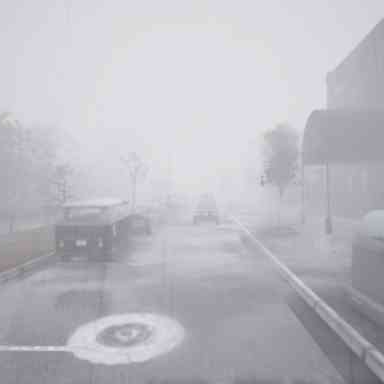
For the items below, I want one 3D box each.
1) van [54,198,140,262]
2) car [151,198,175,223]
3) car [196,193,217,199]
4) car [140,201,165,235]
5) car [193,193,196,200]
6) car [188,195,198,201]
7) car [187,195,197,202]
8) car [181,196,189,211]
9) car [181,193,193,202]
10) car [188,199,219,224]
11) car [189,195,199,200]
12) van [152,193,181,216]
[{"bbox_3d":[-3.317,1.244,12.175,1.878,1.987,4.442,0,1,0],"label":"van"},{"bbox_3d":[-2.725,1.461,24.184,2.231,1.521,4.892,0,1,1],"label":"car"},{"bbox_3d":[1.944,1.184,42.608,2.150,2.045,5.566,0,0,3],"label":"car"},{"bbox_3d":[-2.998,1.495,18.680,2.163,1.488,4.792,0,1,1],"label":"car"},{"bbox_3d":[-1.079,1.449,57.429,2.097,1.535,5.008,0,0,5],"label":"car"},{"bbox_3d":[0.291,1.490,85.133,2.231,1.521,4.892,0,-1,5],"label":"car"},{"bbox_3d":[0.016,1.486,79.584,2.097,1.535,5.008,0,0,5],"label":"car"},{"bbox_3d":[-1.901,1.510,40.820,2.002,1.452,4.674,0,0,3],"label":"car"},{"bbox_3d":[-1.569,1.229,47.557,2.435,2.045,5.566,0,0,3],"label":"car"},{"bbox_3d":[1.062,1.525,24.747,2.033,1.411,5.357,0,0,3],"label":"car"},{"bbox_3d":[0.564,1.472,90.668,2.097,1.535,5.008,0,0,5],"label":"car"},{"bbox_3d":[-2.439,1.253,29.862,1.878,1.987,4.442,0,0,5],"label":"van"}]
